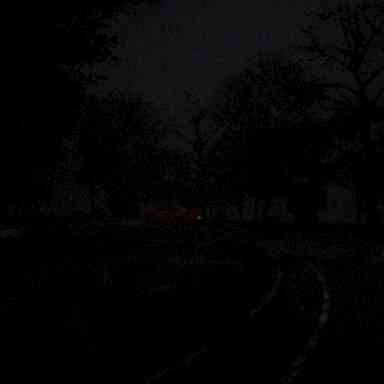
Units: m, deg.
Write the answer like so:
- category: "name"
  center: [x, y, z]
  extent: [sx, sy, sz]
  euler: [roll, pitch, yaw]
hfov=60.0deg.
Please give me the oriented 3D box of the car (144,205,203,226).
- category: "car"
  center: [-1.561, 1.780, 26.125]
  extent: [5.008, 1.535, 1.882]
  euler: [-1, -2, 33]
